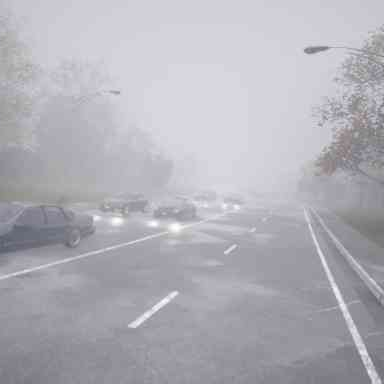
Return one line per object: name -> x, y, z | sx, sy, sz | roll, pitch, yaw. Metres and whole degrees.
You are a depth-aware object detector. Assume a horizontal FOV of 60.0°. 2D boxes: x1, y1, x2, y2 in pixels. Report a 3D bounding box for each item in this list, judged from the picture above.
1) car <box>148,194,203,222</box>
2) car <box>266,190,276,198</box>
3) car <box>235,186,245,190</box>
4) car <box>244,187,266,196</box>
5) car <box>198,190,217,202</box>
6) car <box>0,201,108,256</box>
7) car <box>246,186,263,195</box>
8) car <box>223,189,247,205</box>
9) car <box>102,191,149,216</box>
car -> -1.001, 1.065, 22.769 | 1.812, 1.442, 4.674 | 6, 2, 17
car -> 17.279, 0.344, 74.313 | 2.128, 1.511, 4.902 | 6, 3, -8
car -> 12.392, -0.802, 83.363 | 1.882, 1.535, 5.008 | 6, 3, -18
car -> 13.850, 0.018, 73.394 | 2.128, 1.511, 4.902 | 6, 3, -8
car -> 1.971, 0.431, 43.544 | 2.033, 1.411, 5.357 | 6, 3, 17
car -> -5.024, 0.991, 9.791 | 2.033, 1.411, 5.357 | 6, 1, 20
car -> 15.757, -0.416, 84.246 | 2.128, 1.511, 4.902 | 6, 3, -18
car -> 5.457, 0.739, 43.002 | 1.812, 1.442, 4.674 | 6, 3, 17
car -> -4.553, 0.706, 23.077 | 1.837, 1.490, 4.892 | 6, 3, 17
